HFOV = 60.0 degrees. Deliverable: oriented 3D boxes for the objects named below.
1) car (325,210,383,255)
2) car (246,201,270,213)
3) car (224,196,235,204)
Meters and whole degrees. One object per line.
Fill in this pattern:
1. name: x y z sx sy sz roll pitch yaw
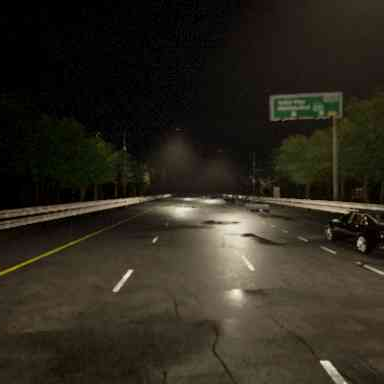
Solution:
1. car: 7.013 1.502 13.365 1.837 1.490 4.892 0 0 0
2. car: 7.058 1.582 36.194 1.895 1.301 4.718 0 0 0
3. car: 7.113 1.457 63.595 2.128 1.511 4.902 0 0 0
